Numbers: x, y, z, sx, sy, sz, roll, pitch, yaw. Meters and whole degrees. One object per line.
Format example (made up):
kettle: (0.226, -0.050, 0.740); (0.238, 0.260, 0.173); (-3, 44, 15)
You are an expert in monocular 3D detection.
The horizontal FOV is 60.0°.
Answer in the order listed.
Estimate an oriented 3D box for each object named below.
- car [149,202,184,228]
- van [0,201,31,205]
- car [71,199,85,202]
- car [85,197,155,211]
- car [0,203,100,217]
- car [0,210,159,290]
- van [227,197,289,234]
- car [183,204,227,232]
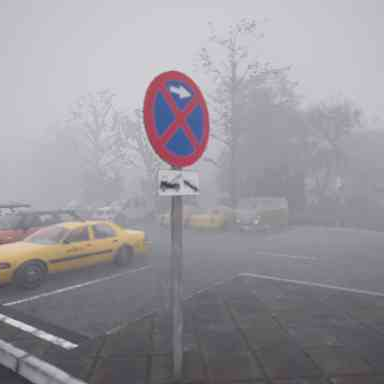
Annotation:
car: (-0.206, 1.603, 22.717); (1.946, 1.575, 5.366); (-1, -1, 35)
van: (-8.246, 1.398, 13.288); (1.878, 1.987, 4.442); (-1, -1, 35)
car: (-9.489, 1.594, 28.955); (2.435, 2.045, 5.566); (-2, -1, 35)
car: (-5.008, 1.460, 25.833); (2.435, 2.045, 5.566); (-2, -1, 35)
car: (-5.810, 1.448, 11.470); (2.185, 1.767, 4.553); (-1, -1, 35)
car: (-3.546, 1.534, 9.614); (1.946, 1.575, 5.366); (-1, -1, 35)
van: (4.079, 1.306, 19.332); (1.878, 1.987, 4.442); (-1, -1, 35)
car: (1.970, 1.564, 21.185); (1.946, 1.575, 5.366); (-1, -1, 35)
